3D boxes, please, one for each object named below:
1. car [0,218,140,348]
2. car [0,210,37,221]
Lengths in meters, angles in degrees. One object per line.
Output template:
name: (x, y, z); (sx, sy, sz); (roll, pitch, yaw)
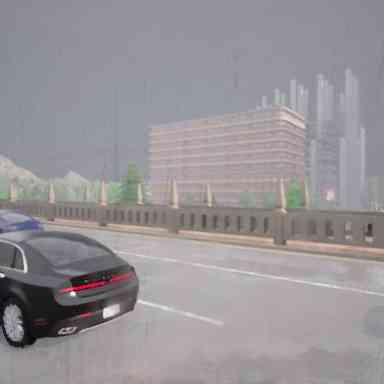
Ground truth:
car: (-3.151, 1.485, 6.292); (4.892, 1.490, 1.837); (0, 0, 36)
car: (-8.143, 1.475, 14.186); (4.674, 1.442, 1.812); (0, 0, 36)
